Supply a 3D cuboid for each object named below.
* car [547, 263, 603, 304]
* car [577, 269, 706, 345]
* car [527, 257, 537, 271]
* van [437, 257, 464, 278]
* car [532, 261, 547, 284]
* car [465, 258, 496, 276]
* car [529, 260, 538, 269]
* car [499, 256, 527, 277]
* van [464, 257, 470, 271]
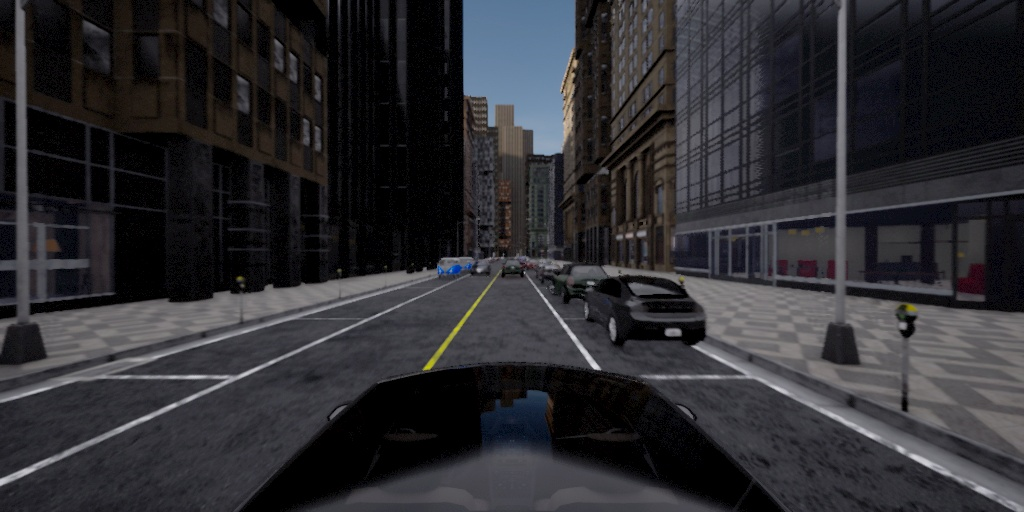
[{"bbox_3d":[3.077,1.089,16.482,2.097,1.767,4.553,0,0,-1],"label":"car"},{"bbox_3d":[3.148,1.248,9.418,1.837,1.490,4.892,0,0,0],"label":"car"},{"bbox_3d":[2.870,1.146,49.449,1.967,1.591,4.097,0,0,0],"label":"car"},{"bbox_3d":[-5.660,1.063,32.498,1.690,1.789,3.998,0,0,0],"label":"van"},{"bbox_3d":[2.864,1.278,26.854,2.007,1.370,4.403,0,0,0],"label":"car"},{"bbox_3d":[-3.082,1.211,36.255,2.128,1.511,4.902,0,0,0],"label":"car"},{"bbox_3d":[2.865,1.273,32.503,2.007,1.370,4.403,0,0,0],"label":"car"},{"bbox_3d":[0.082,1.072,34.788,2.097,1.767,4.553,0,0,0],"label":"car"},{"bbox_3d":[-5.657,1.052,43.796,1.690,1.789,3.998,0,0,0],"label":"van"}]
